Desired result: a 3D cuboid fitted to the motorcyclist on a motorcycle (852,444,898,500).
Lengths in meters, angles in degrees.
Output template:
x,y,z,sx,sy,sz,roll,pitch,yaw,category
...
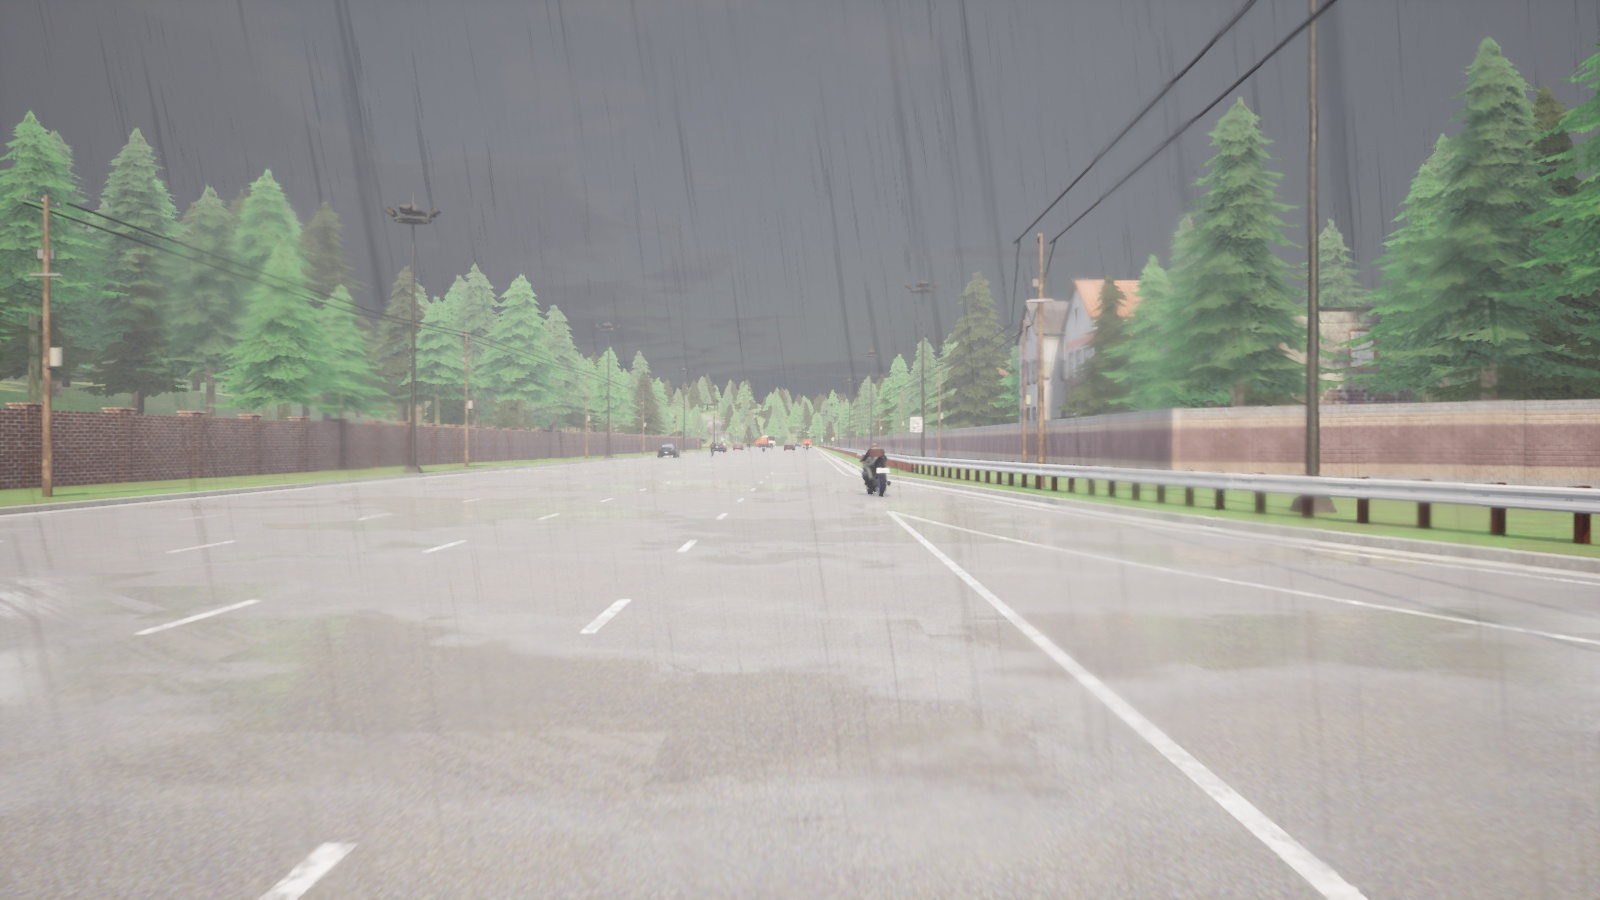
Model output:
x,y,z,sx,sy,sz,roll,pitch,yaw,category
2.109,0.583,35.484,0.866,1.530,2.191,0,0,-8,motorcyclist on a motorcycle
